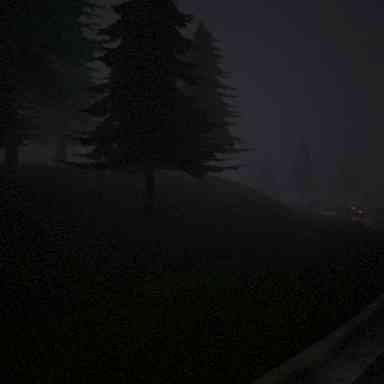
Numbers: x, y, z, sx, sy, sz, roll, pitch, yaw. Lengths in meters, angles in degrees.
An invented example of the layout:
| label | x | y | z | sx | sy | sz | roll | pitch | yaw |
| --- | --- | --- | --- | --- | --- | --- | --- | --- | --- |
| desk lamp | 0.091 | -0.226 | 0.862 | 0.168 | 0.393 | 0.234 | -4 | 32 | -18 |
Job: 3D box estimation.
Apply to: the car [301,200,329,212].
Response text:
| label | x | y | z | sx | sy | sz | roll | pitch | yaw |
| --- | --- | --- | --- | --- | --- | --- | --- | --- | --- |
| car | 16.810 | 1.870 | 45.570 | 1.837 | 1.490 | 4.892 | 0 | 0 | -9 |

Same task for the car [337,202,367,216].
| label | x | y | z | sx | sy | sz | roll | pitch | yaw |
| --- | --- | --- | --- | --- | --- | --- | --- | --- | --- |
| car | 17.270 | 1.838 | 36.023 | 1.812 | 1.442 | 4.674 | 0 | 0 | 5 |
